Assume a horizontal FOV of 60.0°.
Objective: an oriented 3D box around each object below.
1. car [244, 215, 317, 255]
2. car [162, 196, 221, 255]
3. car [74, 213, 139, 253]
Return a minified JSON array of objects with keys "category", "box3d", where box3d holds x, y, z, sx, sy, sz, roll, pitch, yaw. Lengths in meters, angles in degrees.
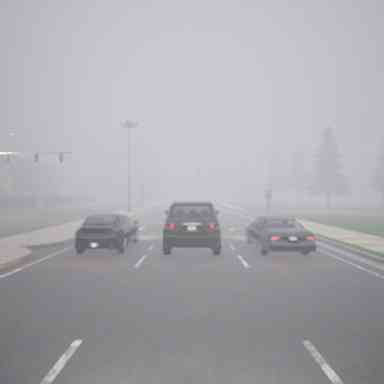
[{"category":"car","box3d":[3.494,1.685,14.000,2.033,1.411,5.357,0,-1,0]},{"category":"car","box3d":[-0.006,1.355,14.011,2.150,2.045,5.566,0,0,0]},{"category":"car","box3d":[-3.506,1.649,14.315,1.837,1.490,4.892,0,0,0]}]
